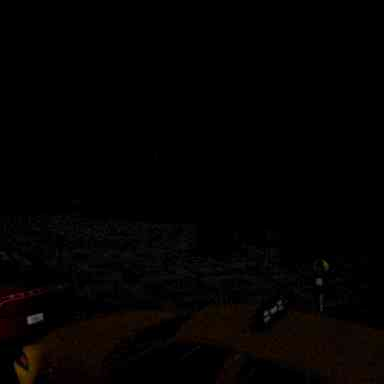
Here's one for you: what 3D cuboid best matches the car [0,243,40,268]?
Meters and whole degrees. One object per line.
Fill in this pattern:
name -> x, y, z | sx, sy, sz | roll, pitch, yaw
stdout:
car -> -3.910, 1.567, 5.756 | 4.507, 1.381, 1.887 | 0, 0, 36

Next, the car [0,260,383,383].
car -> 0.376, 1.529, 2.693 | 4.829, 1.417, 1.752 | 0, 0, 36
